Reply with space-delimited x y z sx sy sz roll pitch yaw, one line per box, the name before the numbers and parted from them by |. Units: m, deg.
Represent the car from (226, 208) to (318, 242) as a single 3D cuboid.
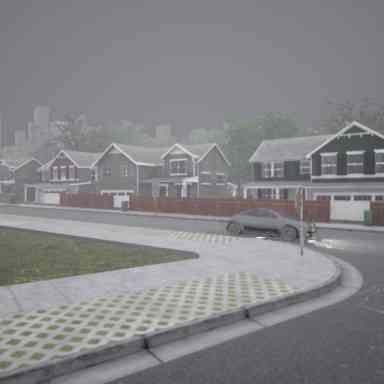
car | 3.710 1.457 15.816 4.181 1.385 1.994 1 1 34
